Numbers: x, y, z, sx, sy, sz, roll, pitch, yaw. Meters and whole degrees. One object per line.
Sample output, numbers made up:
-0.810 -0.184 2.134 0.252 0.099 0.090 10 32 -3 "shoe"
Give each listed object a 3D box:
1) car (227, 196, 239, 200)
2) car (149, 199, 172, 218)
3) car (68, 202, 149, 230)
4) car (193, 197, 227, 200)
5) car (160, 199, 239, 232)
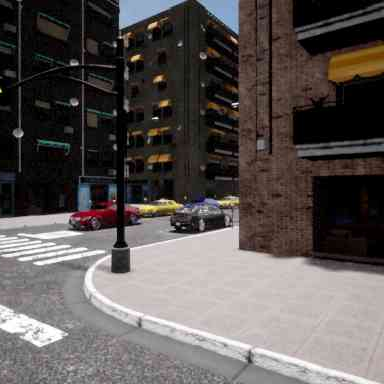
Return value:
4.082 1.111 36.540 1.752 1.417 4.829 1 1 36 "car"
-2.576 1.252 27.359 1.752 1.417 4.829 1 1 36 "car"
-5.011 1.342 19.788 1.812 1.442 4.674 0 1 36 "car"
0.722 1.221 27.709 1.812 1.442 4.674 0 1 36 "car"
0.591 1.333 18.305 2.008 1.369 4.403 1 1 36 "car"
